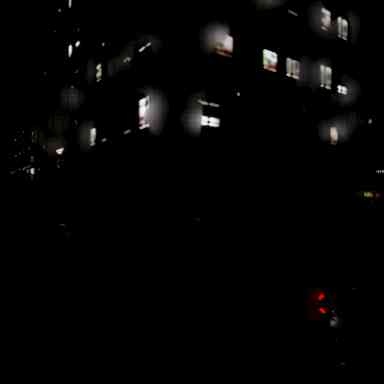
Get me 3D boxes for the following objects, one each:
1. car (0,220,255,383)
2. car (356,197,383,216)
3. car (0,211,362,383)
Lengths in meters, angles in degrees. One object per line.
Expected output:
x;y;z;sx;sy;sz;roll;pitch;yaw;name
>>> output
-1.069;1.449;5.797;4.097;1.590;1.967;0;0;-35;car
17.326;1.390;33.142;2.192;1.841;5.009;0;0;-36;car
-1.256;1.223;2.484;5.566;2.045;2.150;0;0;-35;car
